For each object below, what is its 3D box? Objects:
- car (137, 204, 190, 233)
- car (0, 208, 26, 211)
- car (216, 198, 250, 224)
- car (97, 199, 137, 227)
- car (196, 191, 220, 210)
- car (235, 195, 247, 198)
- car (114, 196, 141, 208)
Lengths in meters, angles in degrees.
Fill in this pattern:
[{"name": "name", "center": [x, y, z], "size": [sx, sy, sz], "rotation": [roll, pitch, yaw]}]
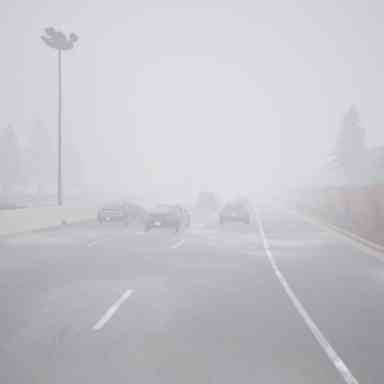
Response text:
[{"name": "car", "center": [-1.310, 1.371, 18.644], "size": [1.812, 1.442, 4.674], "rotation": [0, 0, 9]}, {"name": "car", "center": [-14.702, 1.355, 24.745], "size": [1.895, 1.301, 4.718], "rotation": [0, 0, 10]}, {"name": "car", "center": [3.006, 1.387, 23.175], "size": [1.994, 1.385, 4.181], "rotation": [0, 0, 10]}, {"name": "car", "center": [-4.392, 1.305, 21.392], "size": [2.128, 1.511, 4.902], "rotation": [0, 0, 9]}, {"name": "car", "center": [1.853, 0.929, 37.181], "size": [2.150, 2.045, 5.566], "rotation": [0, 0, 9]}, {"name": "car", "center": [6.082, 1.195, 41.031], "size": [1.837, 1.490, 4.892], "rotation": [0, 0, 10]}, {"name": "car", "center": [-8.082, 1.199, 42.266], "size": [1.994, 1.385, 4.181], "rotation": [0, 0, 10]}]
